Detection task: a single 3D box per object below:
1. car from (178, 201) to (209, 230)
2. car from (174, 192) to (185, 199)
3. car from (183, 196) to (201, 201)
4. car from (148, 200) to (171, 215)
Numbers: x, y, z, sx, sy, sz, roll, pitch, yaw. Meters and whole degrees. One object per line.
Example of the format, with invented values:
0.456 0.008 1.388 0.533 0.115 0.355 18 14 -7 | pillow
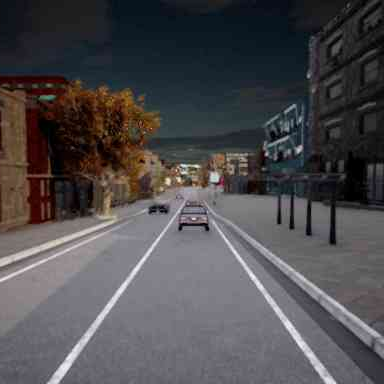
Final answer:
0.102 1.535 21.107 2.033 1.411 5.357 0 0 0 | car
-2.738 0.822 73.566 1.837 1.490 4.892 0 1 0 | car
0.165 1.405 42.837 1.895 1.301 4.718 0 1 0 | car
-3.157 1.513 33.111 1.895 1.301 4.718 0 1 0 | car
